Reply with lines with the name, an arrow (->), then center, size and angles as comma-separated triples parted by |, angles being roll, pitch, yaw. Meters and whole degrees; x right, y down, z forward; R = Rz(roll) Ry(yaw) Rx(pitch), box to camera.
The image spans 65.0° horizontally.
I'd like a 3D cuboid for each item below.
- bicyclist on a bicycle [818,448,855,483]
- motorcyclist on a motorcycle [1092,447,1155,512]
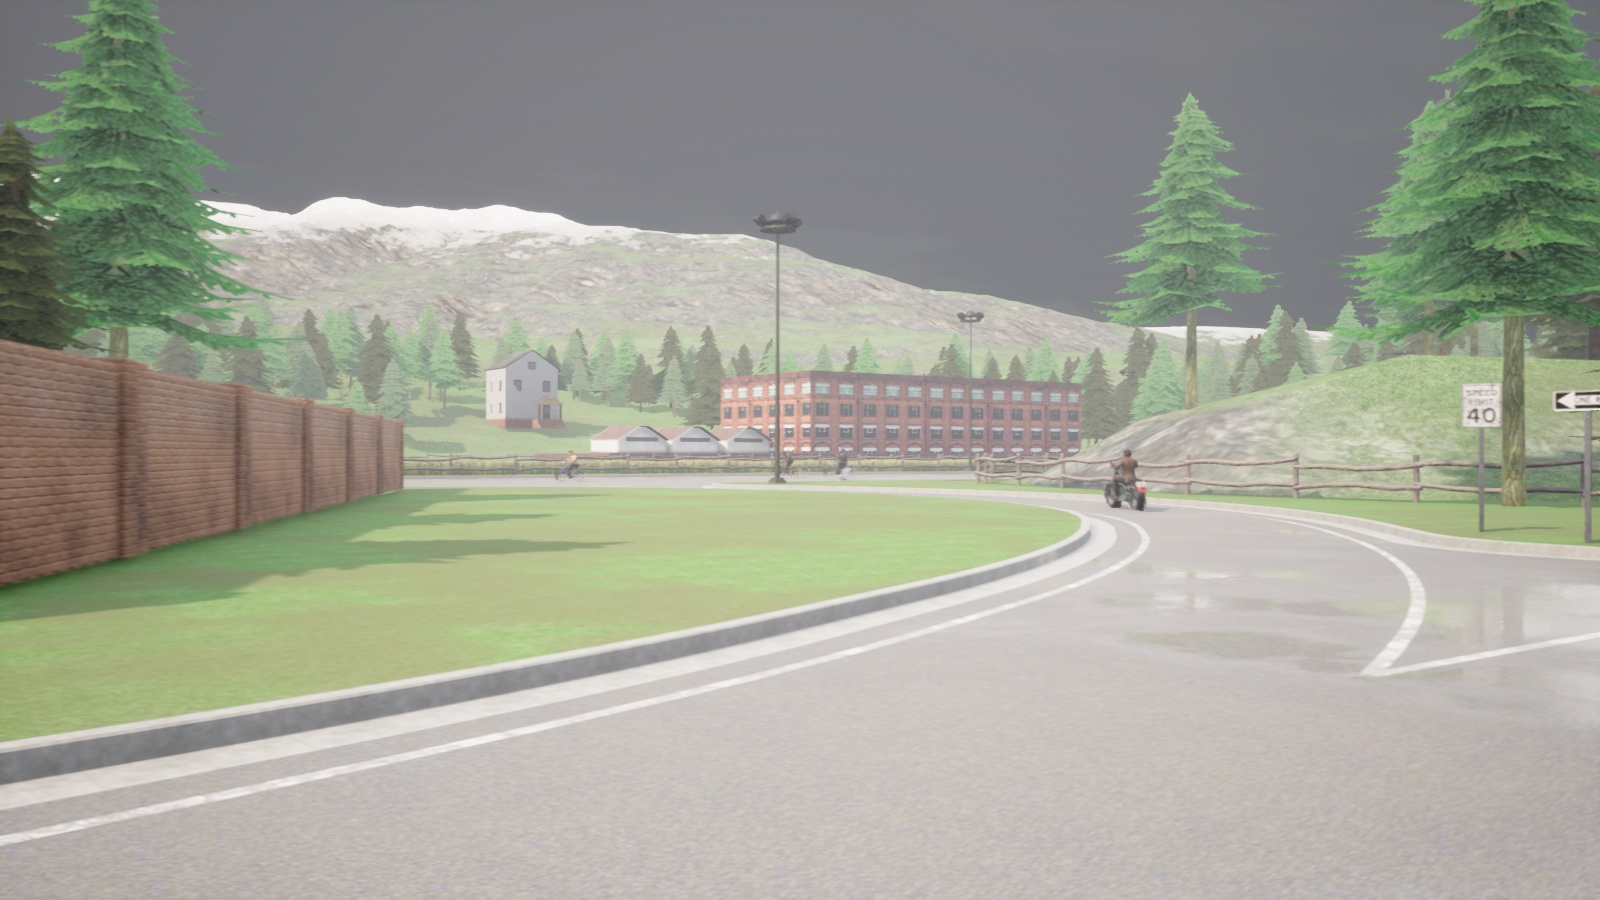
bicyclist on a bicycle -> 1.885, 0.769, 64.186 | 1.843, 1.776, 0.659 | 0, 0, -35
motorcyclist on a motorcycle -> 8.602, 0.759, 33.523 | 0.766, 1.649, 2.350 | -1, 0, -8
